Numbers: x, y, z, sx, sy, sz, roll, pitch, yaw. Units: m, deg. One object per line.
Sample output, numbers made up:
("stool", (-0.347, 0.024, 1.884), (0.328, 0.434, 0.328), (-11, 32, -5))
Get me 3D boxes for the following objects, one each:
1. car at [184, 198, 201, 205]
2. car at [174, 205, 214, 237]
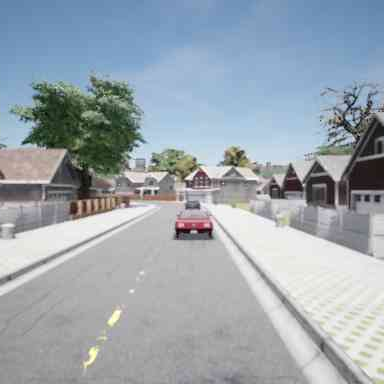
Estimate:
("car", (0.031, 1.483, 41.079), (2.128, 1.511, 4.902), (0, 0, -2))
("car", (0.093, 1.598, 17.944), (1.895, 1.301, 4.718), (0, 0, 0))
